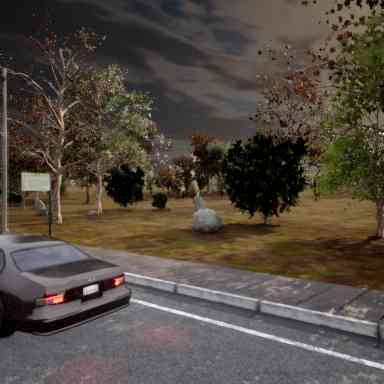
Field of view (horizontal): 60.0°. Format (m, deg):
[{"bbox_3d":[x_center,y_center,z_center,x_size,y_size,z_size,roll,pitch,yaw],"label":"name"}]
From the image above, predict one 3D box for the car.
[{"bbox_3d":[-3.596,1.547,6.571,5.357,1.411,2.033,0,0,36],"label":"car"}]
